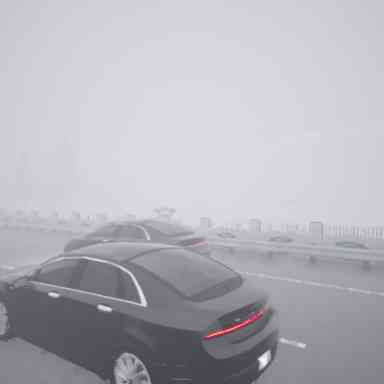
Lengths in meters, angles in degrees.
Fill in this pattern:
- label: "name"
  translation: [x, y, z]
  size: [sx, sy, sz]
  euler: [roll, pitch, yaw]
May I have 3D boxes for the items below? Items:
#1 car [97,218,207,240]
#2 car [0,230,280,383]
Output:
- label: "car"
  translation: [-1.755, 1.541, 9.653]
  size: [4.892, 1.490, 1.837]
  euler: [-1, -1, 36]
- label: "car"
  translation: [-1.196, 1.522, 4.901]
  size: [4.892, 1.490, 1.837]
  euler: [-1, -1, 36]
